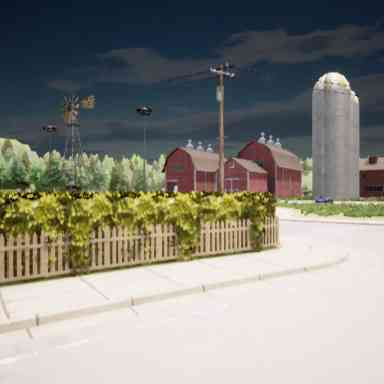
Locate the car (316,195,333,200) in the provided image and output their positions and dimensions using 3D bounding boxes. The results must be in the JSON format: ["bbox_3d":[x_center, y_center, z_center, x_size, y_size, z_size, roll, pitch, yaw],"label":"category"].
[{"bbox_3d":[22.028,1.393,55.323,2.242,1.667,4.611,0,0,34],"label":"car"}]
